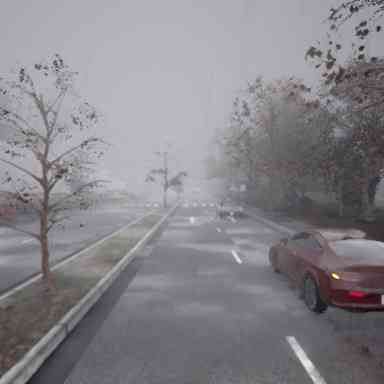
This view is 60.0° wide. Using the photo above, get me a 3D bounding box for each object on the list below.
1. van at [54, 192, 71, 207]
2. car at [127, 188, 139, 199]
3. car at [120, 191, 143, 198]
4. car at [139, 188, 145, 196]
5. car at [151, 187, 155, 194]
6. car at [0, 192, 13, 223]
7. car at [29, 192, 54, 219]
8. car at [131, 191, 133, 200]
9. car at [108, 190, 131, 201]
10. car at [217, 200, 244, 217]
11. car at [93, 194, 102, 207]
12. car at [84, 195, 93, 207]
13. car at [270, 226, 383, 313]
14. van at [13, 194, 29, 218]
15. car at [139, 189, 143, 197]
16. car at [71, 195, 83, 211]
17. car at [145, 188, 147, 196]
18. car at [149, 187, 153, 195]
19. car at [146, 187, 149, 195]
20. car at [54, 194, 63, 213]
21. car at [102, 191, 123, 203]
[{"bbox_3d":[-13.965,0.994,31.235,4.442,1.987,1.878,-1,1,-20],"label":"van"},{"bbox_3d":[-13.809,0.546,64.279,5.566,2.045,2.435,-1,1,-20],"label":"car"},{"bbox_3d":[-13.848,0.589,76.263,4.792,1.488,2.163,-1,2,-20],"label":"car"},{"bbox_3d":[-13.854,0.375,73.258,5.566,2.045,2.435,-1,1,-20],"label":"car"},{"bbox_3d":[-13.784,0.109,94.298,4.792,1.488,2.163,-1,1,-20],"label":"car"},{"bbox_3d":[-13.891,1.112,19.331,5.566,2.045,2.435,-1,1,-20],"label":"car"},{"bbox_3d":[-13.836,1.039,25.327,5.566,2.045,2.435,-1,0,-20],"label":"car"},{"bbox_3d":[-13.838,0.880,61.265,4.674,1.452,2.002,-1,1,-20],"label":"car"},{"bbox_3d":[-14.007,0.884,58.191,5.366,1.575,1.946,-1,1,-20],"label":"car"},{"bbox_3d":[3.101,1.363,28.029,1.895,1.301,4.718,0,1,0],"label":"car"},{"bbox_3d":[-13.822,1.136,40.264,4.792,1.488,2.163,-1,0,-20],"label":"car"},{"bbox_3d":[-13.845,1.184,37.245,4.674,1.452,2.002,-1,1,-20],"label":"car"},{"bbox_3d":[3.100,1.496,7.480,1.812,1.442,4.674,0,0,0],"label":"car"},{"bbox_3d":[-13.755,1.100,22.374,4.442,1.987,1.878,-1,0,-20],"label":"van"},{"bbox_3d":[-13.655,0.681,70.336,5.366,1.575,1.946,-1,1,-20],"label":"car"},{"bbox_3d":[-13.824,1.055,34.271,4.553,1.767,2.185,-1,1,-20],"label":"car"},{"bbox_3d":[-13.823,0.531,79.287,4.674,1.452,2.002,-1,1,-20],"label":"car"},{"bbox_3d":[-13.807,0.250,88.283,5.008,1.535,2.097,-1,2,-20],"label":"car"},{"bbox_3d":[-13.851,0.287,82.271,4.553,1.767,2.185,-1,1,-20],"label":"car"},{"bbox_3d":[-13.850,1.255,28.299,4.892,1.521,2.231,-1,1,-20],"label":"car"},{"bbox_3d":[-13.814,0.989,52.269,4.792,1.488,2.163,-1,0,-20],"label":"car"}]
